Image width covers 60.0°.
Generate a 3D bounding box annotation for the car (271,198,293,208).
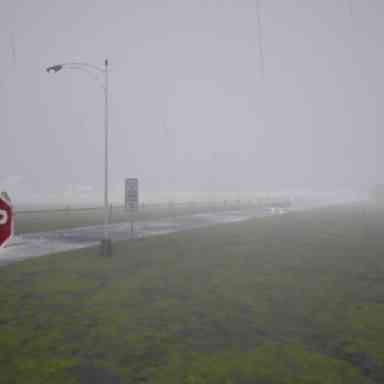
[{"bbox_3d":[13.678,1.619,50.217,2.033,1.411,5.357,0,0,33],"label":"car"}]
